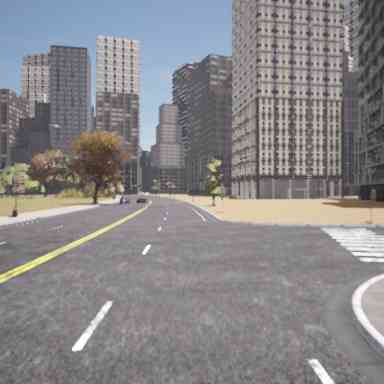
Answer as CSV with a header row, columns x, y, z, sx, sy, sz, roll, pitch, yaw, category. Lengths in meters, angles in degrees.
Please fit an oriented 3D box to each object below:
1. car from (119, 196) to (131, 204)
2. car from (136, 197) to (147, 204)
x,y,z,sx,sy,sz,roll,pitch,yaw,category
-13.106,1.514,65.251,2.128,1.511,4.902,0,0,-6,car
-9.872,1.586,65.578,1.994,1.385,4.181,0,0,-6,car
